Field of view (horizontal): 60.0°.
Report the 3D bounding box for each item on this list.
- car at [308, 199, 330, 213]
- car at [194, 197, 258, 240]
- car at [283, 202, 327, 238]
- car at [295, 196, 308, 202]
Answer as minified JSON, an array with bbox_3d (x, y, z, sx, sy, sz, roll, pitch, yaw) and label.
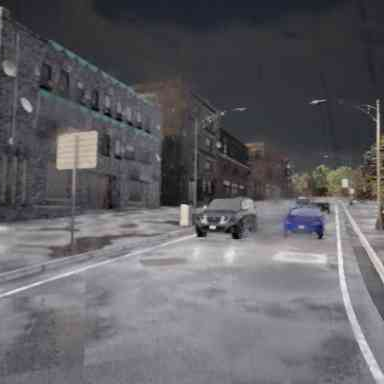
[{"bbox_3d":[14.579,1.515,37.758,1.882,1.535,5.008,0,0,23],"label":"car"},{"bbox_3d":[2.030,1.279,17.898,2.150,2.045,5.566,0,0,23],"label":"car"},{"bbox_3d":[6.238,1.538,18.293,1.882,1.535,5.008,0,0,23],"label":"car"},{"bbox_3d":[19.274,1.489,57.892,1.812,1.442,4.674,0,0,24],"label":"car"}]
